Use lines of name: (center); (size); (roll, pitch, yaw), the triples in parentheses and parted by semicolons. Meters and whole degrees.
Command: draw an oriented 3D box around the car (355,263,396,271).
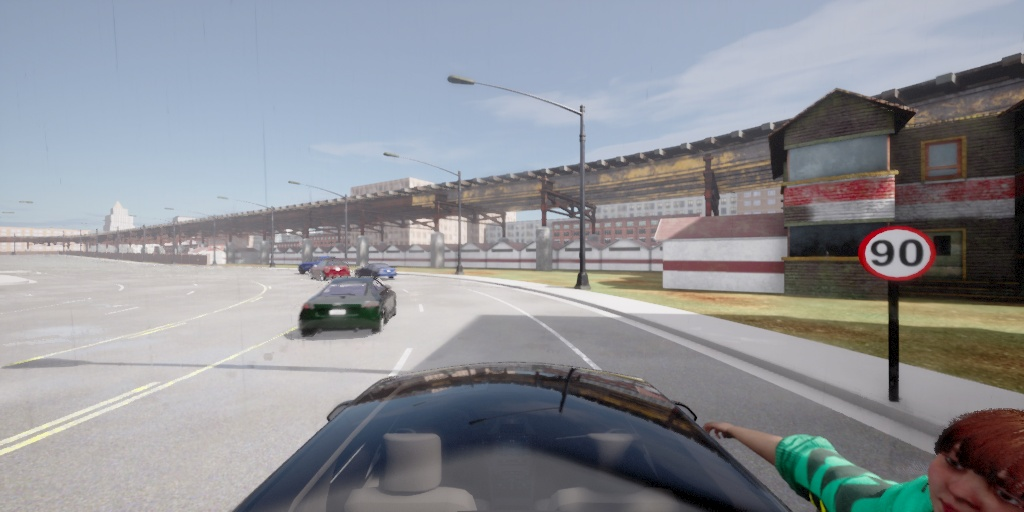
car: (-12.377, 1.340, 32.512); (5.357, 1.411, 2.033); (0, 0, 45)

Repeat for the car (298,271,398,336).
car: (-4.606, 1.326, 10.588); (1.994, 1.385, 4.181); (0, 0, -12)

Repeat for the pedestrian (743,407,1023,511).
pedestrian: (1.060, 1.128, 0.596); (0.375, 1.860, 0.375); (-24, 0, 0)

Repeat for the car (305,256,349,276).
car: (-15.758, 1.146, 30.898); (2.097, 1.767, 4.553); (0, 0, -44)

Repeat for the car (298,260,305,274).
car: (-21.488, 1.032, 39.939); (5.566, 2.045, 2.150); (0, 0, 34)
